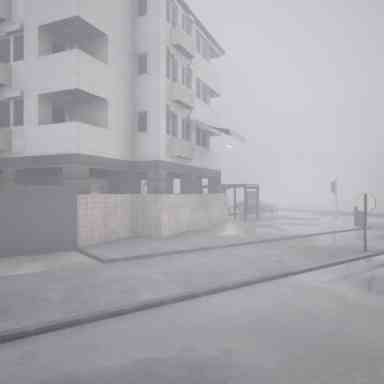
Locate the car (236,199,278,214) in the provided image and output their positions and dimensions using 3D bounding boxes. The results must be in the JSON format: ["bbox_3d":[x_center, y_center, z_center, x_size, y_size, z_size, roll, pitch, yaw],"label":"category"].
[{"bbox_3d":[6.726,1.491,34.863,2.128,1.511,4.902,0,0,-36],"label":"car"}]
